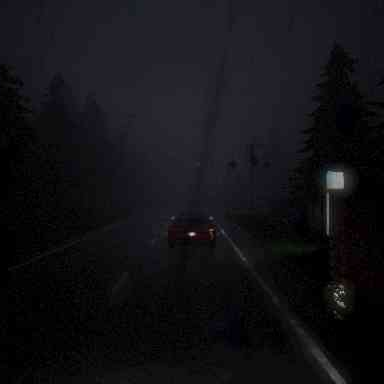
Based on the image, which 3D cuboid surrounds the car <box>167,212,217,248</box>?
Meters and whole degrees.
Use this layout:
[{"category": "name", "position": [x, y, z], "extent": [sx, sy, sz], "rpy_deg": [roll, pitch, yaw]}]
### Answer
[{"category": "car", "position": [0.000, 1.571, 14.650], "extent": [1.994, 1.385, 4.181], "rpy_deg": [0, 0, 0]}]

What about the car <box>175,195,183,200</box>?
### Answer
[{"category": "car", "position": [-3.500, 1.470, 88.936], "extent": [1.837, 1.490, 4.892], "rpy_deg": [0, 0, 0]}]
